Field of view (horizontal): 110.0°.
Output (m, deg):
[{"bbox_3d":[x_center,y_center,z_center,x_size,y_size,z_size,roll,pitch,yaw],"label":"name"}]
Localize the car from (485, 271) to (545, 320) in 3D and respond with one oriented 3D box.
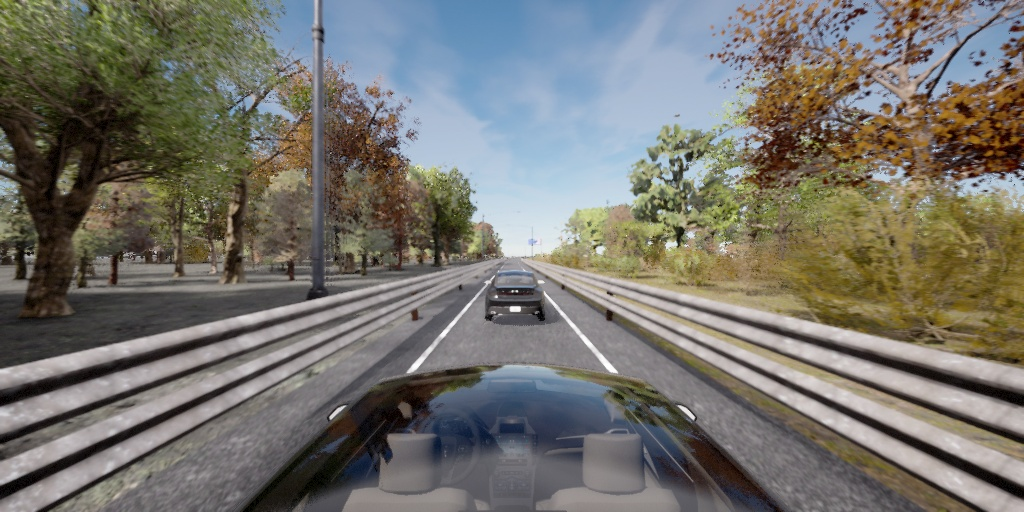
[{"bbox_3d":[0.096,1.256,12.558,1.837,1.490,4.892,0,0,0],"label":"car"}]
